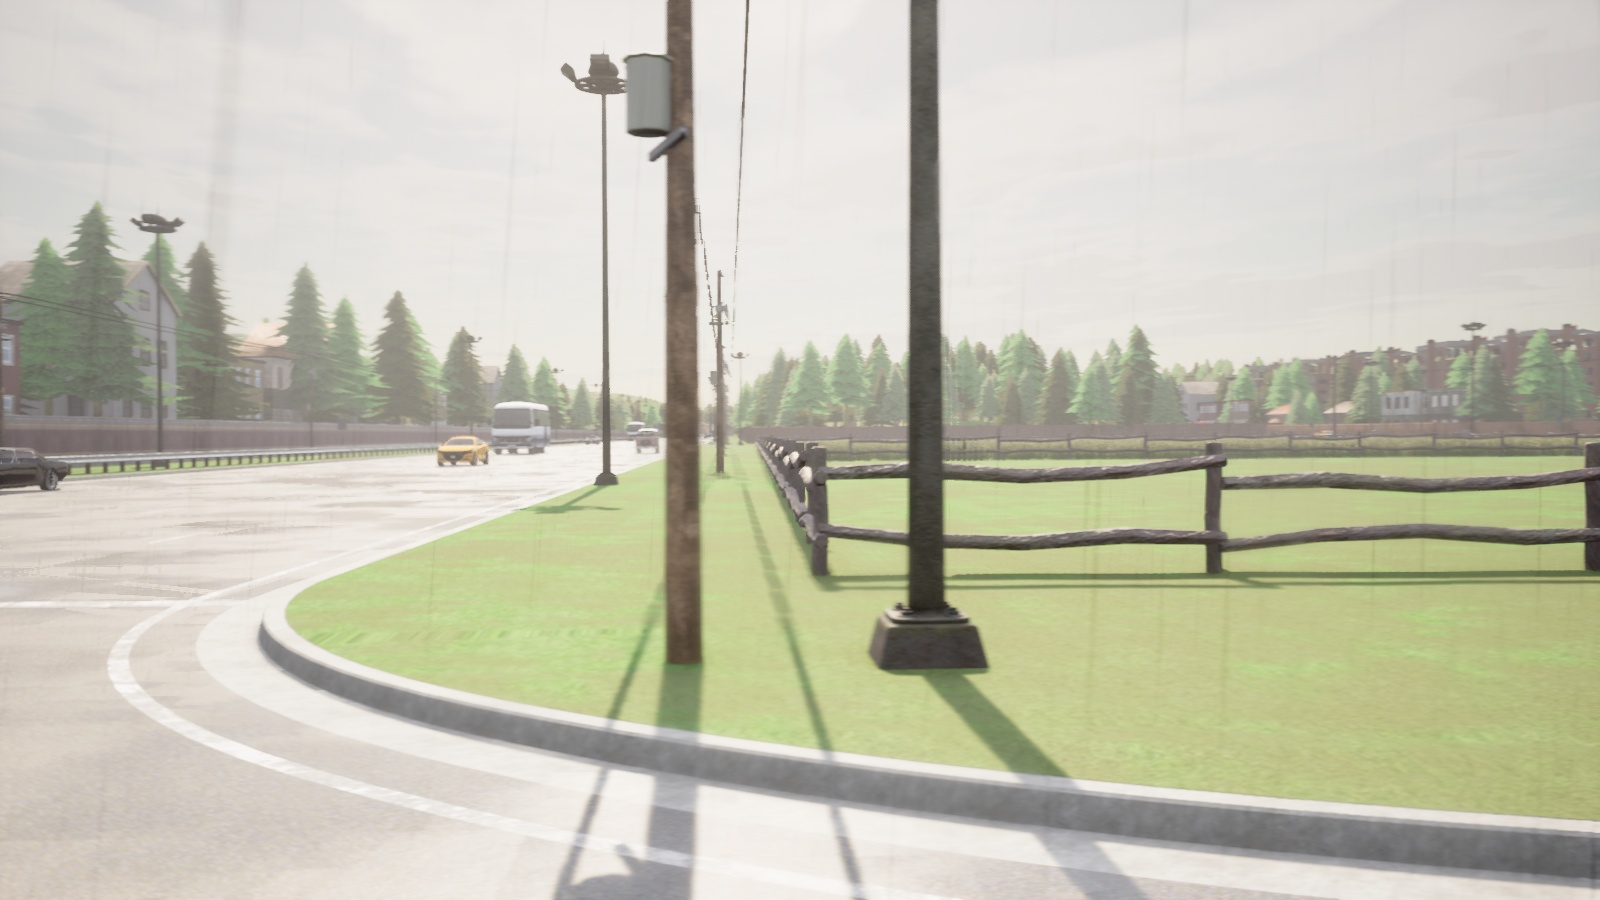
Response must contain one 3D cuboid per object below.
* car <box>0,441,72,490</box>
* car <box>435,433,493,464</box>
[{"bbox_3d":[-22.847,0.410,35.576,1.895,1.301,4.718,0,1,-3],"label":"car"},{"bbox_3d":[-17.371,-0.099,65.109,1.882,1.535,5.008,0,1,-3],"label":"car"}]
